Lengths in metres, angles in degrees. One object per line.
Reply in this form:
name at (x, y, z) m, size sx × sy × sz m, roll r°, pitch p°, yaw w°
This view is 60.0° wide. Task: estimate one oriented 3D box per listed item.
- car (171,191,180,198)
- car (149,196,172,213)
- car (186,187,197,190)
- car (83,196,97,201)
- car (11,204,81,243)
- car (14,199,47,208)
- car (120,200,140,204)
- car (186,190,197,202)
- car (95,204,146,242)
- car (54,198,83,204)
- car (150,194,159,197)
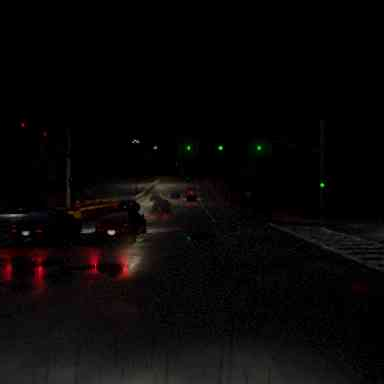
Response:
car at (-3.642, 0.401, 72.542) m, size 1.812 × 1.442 × 4.674 m, roll 0°, pitch 5°, yaw 0°
car at (-3.393, 1.542, 37.606) m, size 1.812 × 1.442 × 4.674 m, roll 0°, pitch 0°, yaw 0°
car at (-0.151, -0.062, 74.201) m, size 2.150 × 2.045 × 5.566 m, roll 0°, pitch 7°, yaw 0°
car at (-17.556, 1.361, 56.467) m, size 1.882 × 1.535 × 5.008 m, roll 0°, pitch 2°, yaw 0°
car at (-6.896, 1.533, 16.113) m, size 1.812 × 1.442 × 4.674 m, roll 0°, pitch 0°, yaw 0°
car at (-17.556, 1.521, 36.481) m, size 1.837 × 1.490 × 4.892 m, roll 0°, pitch 0°, yaw 0°
car at (-6.893, 1.563, 36.523) m, size 2.033 × 1.411 × 5.357 m, roll 0°, pitch 0°, yaw 0°
car at (-0.095, 1.025, 63.835) m, size 1.882 × 1.535 × 5.008 m, roll 0°, pitch 3°, yaw 0°
car at (-3.396, 1.533, 16.329) m, size 1.812 × 1.442 × 4.674 m, roll 0°, pitch 0°, yaw 0°
car at (-17.504, 1.568, 46.383) m, size 2.033 × 1.411 × 5.357 m, roll 0°, pitch 0°, yaw 0°
car at (-7.092, 1.069, 63.890) m, size 1.812 × 1.442 × 4.674 m, roll 0°, pitch 4°, yaw 0°
